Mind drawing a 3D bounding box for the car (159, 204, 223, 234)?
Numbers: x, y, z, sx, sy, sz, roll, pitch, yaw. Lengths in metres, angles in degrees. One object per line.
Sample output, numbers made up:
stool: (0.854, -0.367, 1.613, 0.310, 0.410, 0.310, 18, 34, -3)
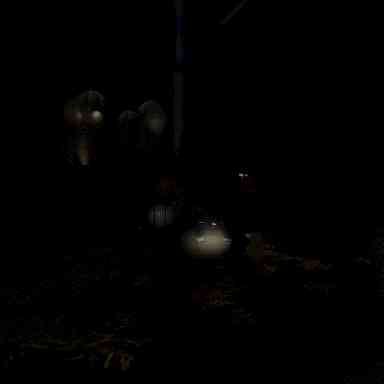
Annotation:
car: (-0.199, 1.505, 19.565, 1.837, 1.490, 4.892, 0, 0, -35)
